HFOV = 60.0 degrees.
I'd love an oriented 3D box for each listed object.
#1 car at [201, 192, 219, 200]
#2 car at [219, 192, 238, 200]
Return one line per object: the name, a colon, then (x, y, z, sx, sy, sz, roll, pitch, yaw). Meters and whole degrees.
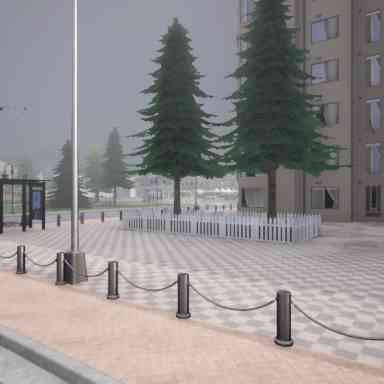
car: (5.185, 1.384, 91.418, 3.806, 1.475, 1.970, 0, 0, 35)
car: (9.547, 1.374, 84.715, 3.633, 1.501, 1.845, 0, 0, 35)
